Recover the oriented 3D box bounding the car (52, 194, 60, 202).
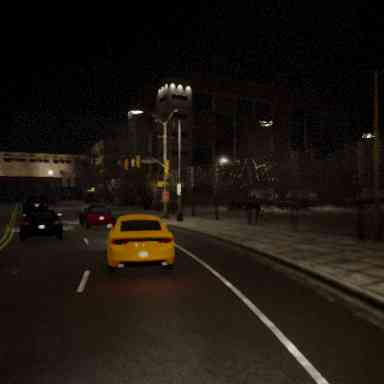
[{"bbox_3d":[-35.717,1.871,86.669,1.895,1.301,4.718,0,0,-28],"label":"car"}]

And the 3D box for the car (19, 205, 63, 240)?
[{"bbox_3d":[-7.927,1.623,17.592,1.994,1.385,4.181,0,0,-24],"label":"car"}]

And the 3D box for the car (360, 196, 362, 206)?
[{"bbox_3d":[21.886,1.573,47.729,1.895,1.301,4.718,0,0,-28],"label":"car"}]

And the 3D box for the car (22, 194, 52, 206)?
[{"bbox_3d":[-15.191,1.330,32.334,2.150,2.045,5.566,0,0,-27],"label":"car"}]

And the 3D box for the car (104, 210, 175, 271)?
[{"bbox_3d":[-1.806,1.503,11.172,1.882,1.535,5.008,0,0,-12],"label":"car"}]

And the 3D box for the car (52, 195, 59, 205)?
[{"bbox_3d":[-26.798,1.767,62.529,1.994,1.385,4.181,0,0,-27],"label":"car"}]

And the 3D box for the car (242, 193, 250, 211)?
[{"bbox_3d":[5.921,1.298,39.197,2.185,1.767,4.553,0,0,-28],"label":"car"}]

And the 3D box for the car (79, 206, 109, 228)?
[{"bbox_3d":[-6.579,1.627,22.879,1.994,1.385,4.181,0,0,-25],"label":"car"}]
